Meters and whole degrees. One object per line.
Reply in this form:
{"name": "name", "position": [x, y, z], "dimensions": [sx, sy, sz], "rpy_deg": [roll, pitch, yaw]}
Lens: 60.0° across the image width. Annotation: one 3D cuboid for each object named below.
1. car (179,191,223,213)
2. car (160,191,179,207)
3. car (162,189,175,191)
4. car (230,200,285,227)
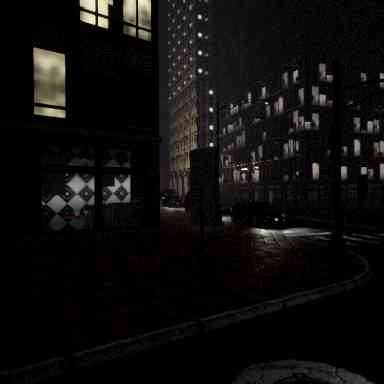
{"name": "car", "position": [0.898, 0.895, 30.955], "dimensions": [2.150, 2.045, 5.566], "rpy_deg": [-1, 1, -19]}
{"name": "car", "position": [-2.403, 1.036, 40.680], "dimensions": [1.837, 1.490, 4.892], "rpy_deg": [-1, 1, -18]}
{"name": "car", "position": [-4.054, 0.537, 54.641], "dimensions": [2.150, 2.045, 5.566], "rpy_deg": [-1, 1, -18]}
{"name": "car", "position": [4.106, 1.315, 21.553], "dimensions": [1.837, 1.490, 4.892], "rpy_deg": [-1, 1, -19]}
